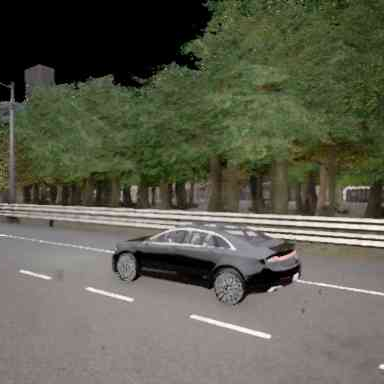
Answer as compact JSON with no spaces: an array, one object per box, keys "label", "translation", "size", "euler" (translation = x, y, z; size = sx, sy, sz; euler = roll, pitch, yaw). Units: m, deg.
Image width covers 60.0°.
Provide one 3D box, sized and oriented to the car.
[{"label":"car","translation":[0.105,1.501,8.091],"size":[4.902,1.511,2.128],"euler":[0,0,36]}]
